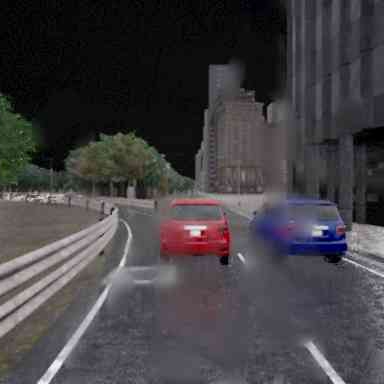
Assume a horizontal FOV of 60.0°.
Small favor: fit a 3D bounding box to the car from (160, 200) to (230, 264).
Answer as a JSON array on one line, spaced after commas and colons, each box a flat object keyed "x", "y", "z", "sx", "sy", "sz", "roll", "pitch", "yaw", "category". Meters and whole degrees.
[{"x": 0.095, "y": 1.283, "z": 12.197, "sx": 2.150, "sy": 2.045, "sz": 5.566, "roll": 0, "pitch": 0, "yaw": 0, "category": "car"}]

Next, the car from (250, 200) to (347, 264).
[{"x": 3.607, "y": 1.281, "z": 12.228, "sx": 2.150, "sy": 2.045, "sz": 5.566, "roll": 0, "pitch": 0, "yaw": 0, "category": "car"}]

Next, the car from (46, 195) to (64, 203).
[{"x": -26.931, "y": 1.342, "z": 65.068, "sx": 5.008, "sy": 1.535, "sz": 1.882, "roll": 1, "pitch": 1, "yaw": 44, "category": "car"}]

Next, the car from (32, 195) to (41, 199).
[{"x": -34.071, "y": 1.205, "z": 72.459, "sx": 1.895, "sy": 1.301, "sz": 4.718, "roll": 0, "pitch": 1, "yaw": -39, "category": "car"}]
